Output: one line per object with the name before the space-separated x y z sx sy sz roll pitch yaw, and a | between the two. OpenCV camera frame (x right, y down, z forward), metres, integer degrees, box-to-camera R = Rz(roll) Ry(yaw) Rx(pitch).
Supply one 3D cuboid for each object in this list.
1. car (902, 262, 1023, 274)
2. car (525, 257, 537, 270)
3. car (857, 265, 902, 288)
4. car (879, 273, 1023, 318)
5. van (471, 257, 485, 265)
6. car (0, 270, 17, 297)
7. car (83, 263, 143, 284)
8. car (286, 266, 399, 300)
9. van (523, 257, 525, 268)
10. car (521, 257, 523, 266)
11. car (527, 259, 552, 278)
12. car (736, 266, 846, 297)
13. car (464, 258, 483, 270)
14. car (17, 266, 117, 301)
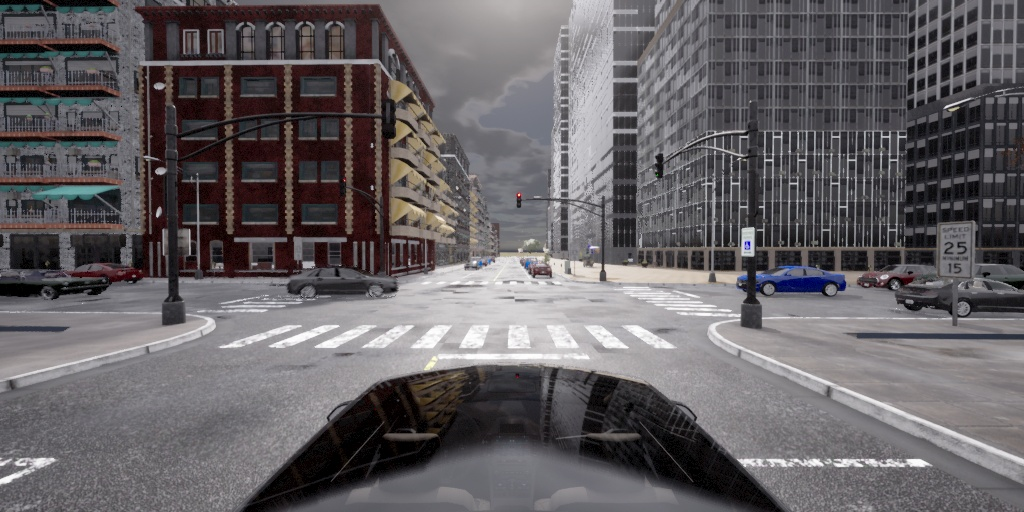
car | 24.146 1.188 18.886 4.553 1.767 2.097 0 1 1
car | 2.744 1.157 39.086 1.967 1.591 4.097 0 0 0
car | 23.420 1.229 21.632 4.097 1.591 1.967 0 0 1
car | 16.741 1.445 13.100 4.403 1.370 2.007 0 0 1
van | -5.565 1.033 56.010 1.690 1.789 3.998 0 0 0
car | -22.596 1.259 13.732 4.507 1.381 1.888 0 0 1
car | -25.809 1.109 22.396 4.507 1.381 1.888 0 0 1
car | -8.043 1.242 17.328 4.892 1.490 1.837 0 1 -14
van | 2.770 1.042 50.378 1.690 1.789 3.998 0 0 0
car | 2.783 1.237 56.024 1.888 1.381 4.507 0 0 0
car | 2.731 1.270 33.440 1.888 1.381 4.507 0 0 0
car | 14.686 1.269 19.046 5.008 1.535 1.882 0 1 2
car | -5.578 1.267 50.364 1.948 1.339 4.313 0 0 0
car | -21.611 1.276 16.428 4.718 1.301 1.895 0 1 1
